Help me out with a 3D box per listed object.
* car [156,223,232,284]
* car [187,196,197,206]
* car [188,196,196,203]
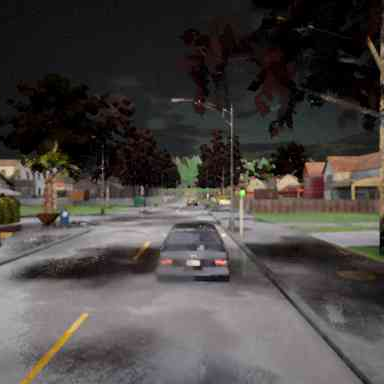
[{"bbox_3d":[0.052,1.614,9.764,2.033,1.411,5.357,0,0,0],"label":"car"},{"bbox_3d":[0.052,2.032,64.388,1.895,1.301,4.718,0,0,0],"label":"car"},{"bbox_3d":[-0.065,1.933,86.368,2.097,1.767,4.553,0,0,0],"label":"car"}]
